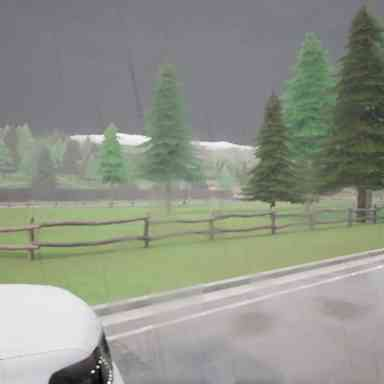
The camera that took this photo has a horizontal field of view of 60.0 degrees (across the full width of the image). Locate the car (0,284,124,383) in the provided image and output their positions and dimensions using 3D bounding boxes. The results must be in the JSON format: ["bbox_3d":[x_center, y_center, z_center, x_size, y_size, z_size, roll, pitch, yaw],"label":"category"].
[{"bbox_3d":[-3.092,1.217,1.542,5.566,2.045,2.150,0,0,-36],"label":"car"}]
